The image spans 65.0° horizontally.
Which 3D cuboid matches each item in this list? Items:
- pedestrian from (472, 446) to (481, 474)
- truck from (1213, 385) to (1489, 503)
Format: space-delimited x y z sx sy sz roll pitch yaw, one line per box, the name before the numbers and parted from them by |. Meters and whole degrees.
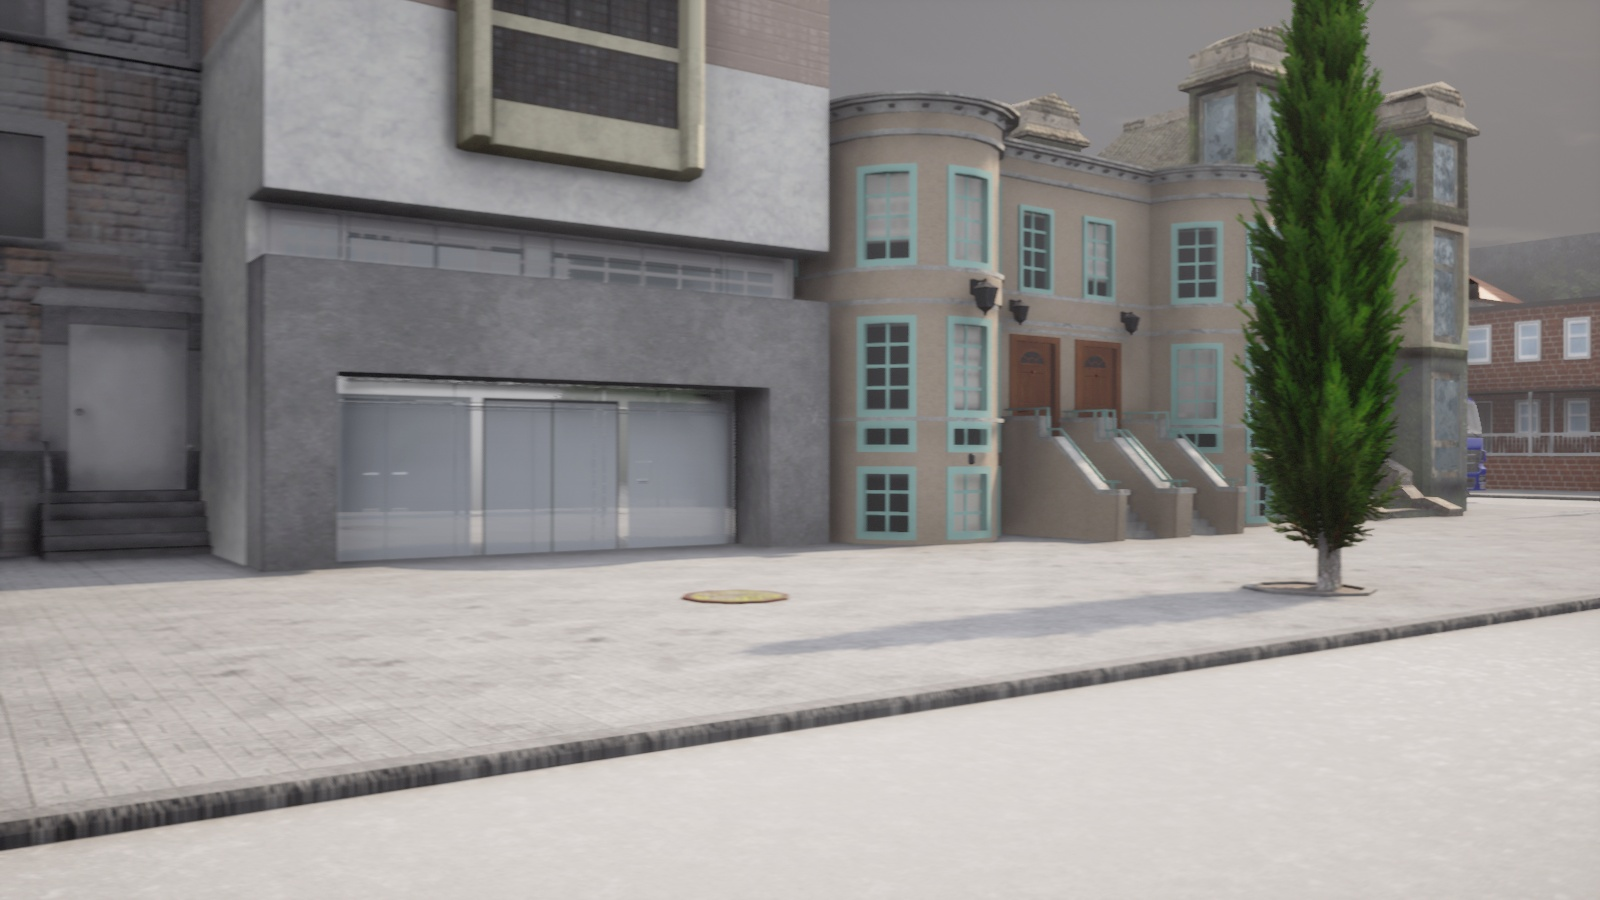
pedestrian | -22.926 0.713 89.109 0.396 1.930 0.692 0 0 -36
truck | 17.678 -0.174 40.919 2.891 3.462 7.936 0 0 -34
